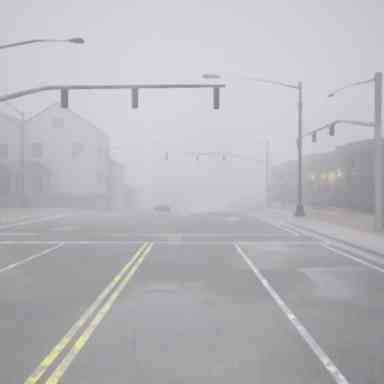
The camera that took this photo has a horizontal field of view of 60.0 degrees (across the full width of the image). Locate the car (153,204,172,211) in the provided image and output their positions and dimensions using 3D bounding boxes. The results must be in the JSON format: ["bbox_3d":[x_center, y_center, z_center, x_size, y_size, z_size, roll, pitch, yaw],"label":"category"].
[{"bbox_3d":[-3.503,2.183,40.560,1.994,1.385,4.181,-1,-12,0],"label":"car"}]
